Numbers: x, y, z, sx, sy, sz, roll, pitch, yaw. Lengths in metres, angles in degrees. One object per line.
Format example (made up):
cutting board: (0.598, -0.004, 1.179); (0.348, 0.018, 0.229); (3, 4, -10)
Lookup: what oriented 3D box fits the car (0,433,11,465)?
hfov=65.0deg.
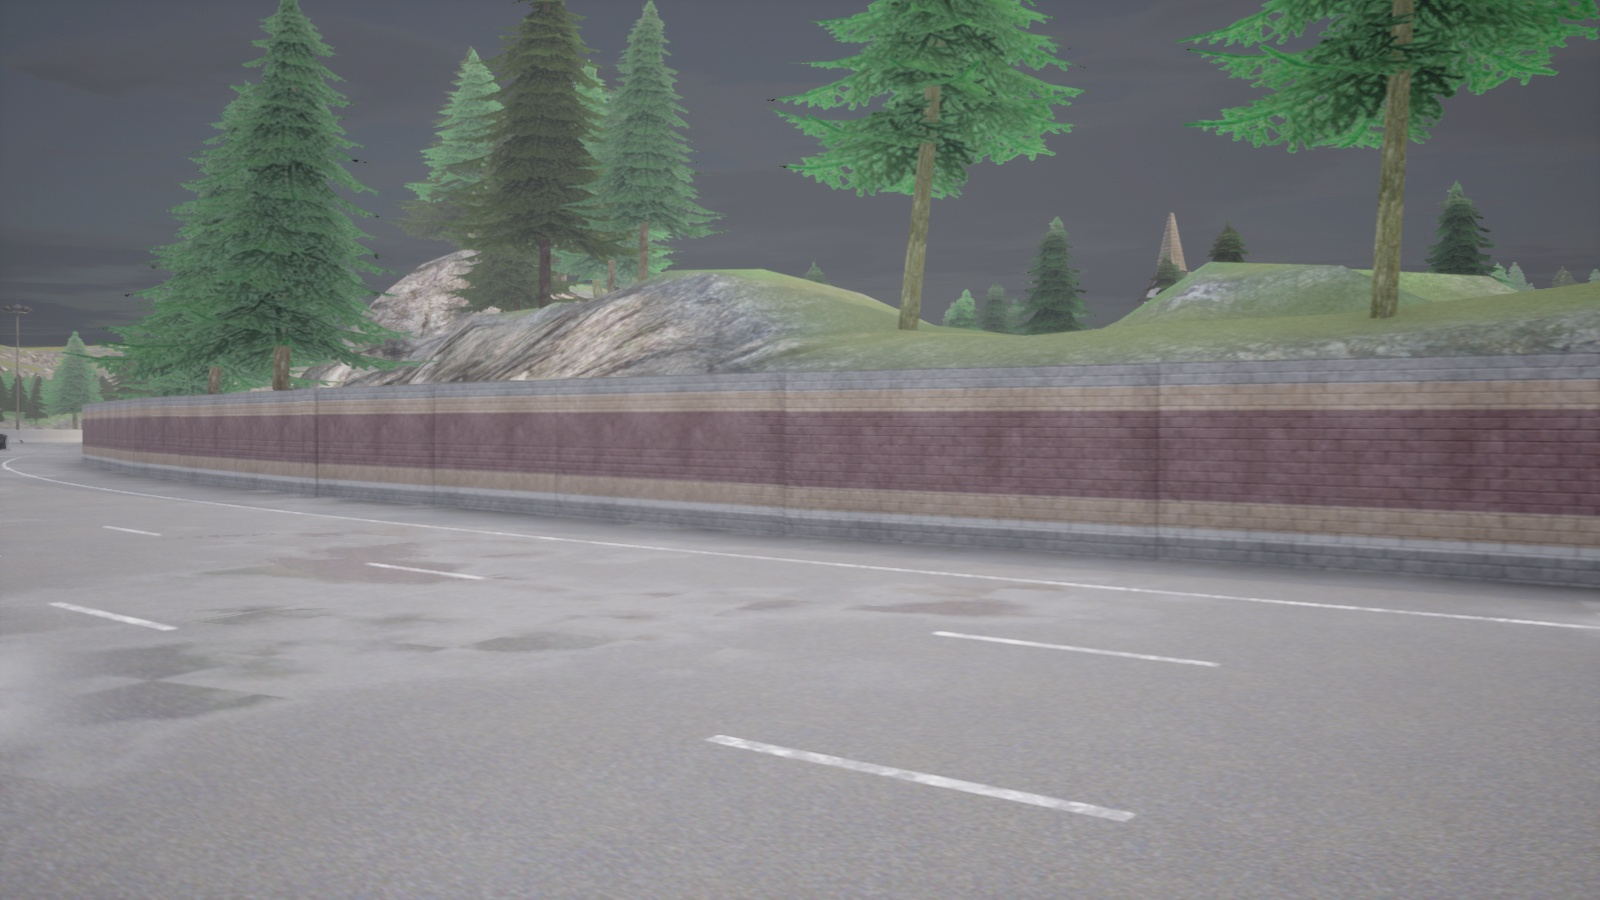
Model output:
car: (-48.891, -0.042, 75.163); (1.905, 1.878, 3.866); (-1, 1, -18)
